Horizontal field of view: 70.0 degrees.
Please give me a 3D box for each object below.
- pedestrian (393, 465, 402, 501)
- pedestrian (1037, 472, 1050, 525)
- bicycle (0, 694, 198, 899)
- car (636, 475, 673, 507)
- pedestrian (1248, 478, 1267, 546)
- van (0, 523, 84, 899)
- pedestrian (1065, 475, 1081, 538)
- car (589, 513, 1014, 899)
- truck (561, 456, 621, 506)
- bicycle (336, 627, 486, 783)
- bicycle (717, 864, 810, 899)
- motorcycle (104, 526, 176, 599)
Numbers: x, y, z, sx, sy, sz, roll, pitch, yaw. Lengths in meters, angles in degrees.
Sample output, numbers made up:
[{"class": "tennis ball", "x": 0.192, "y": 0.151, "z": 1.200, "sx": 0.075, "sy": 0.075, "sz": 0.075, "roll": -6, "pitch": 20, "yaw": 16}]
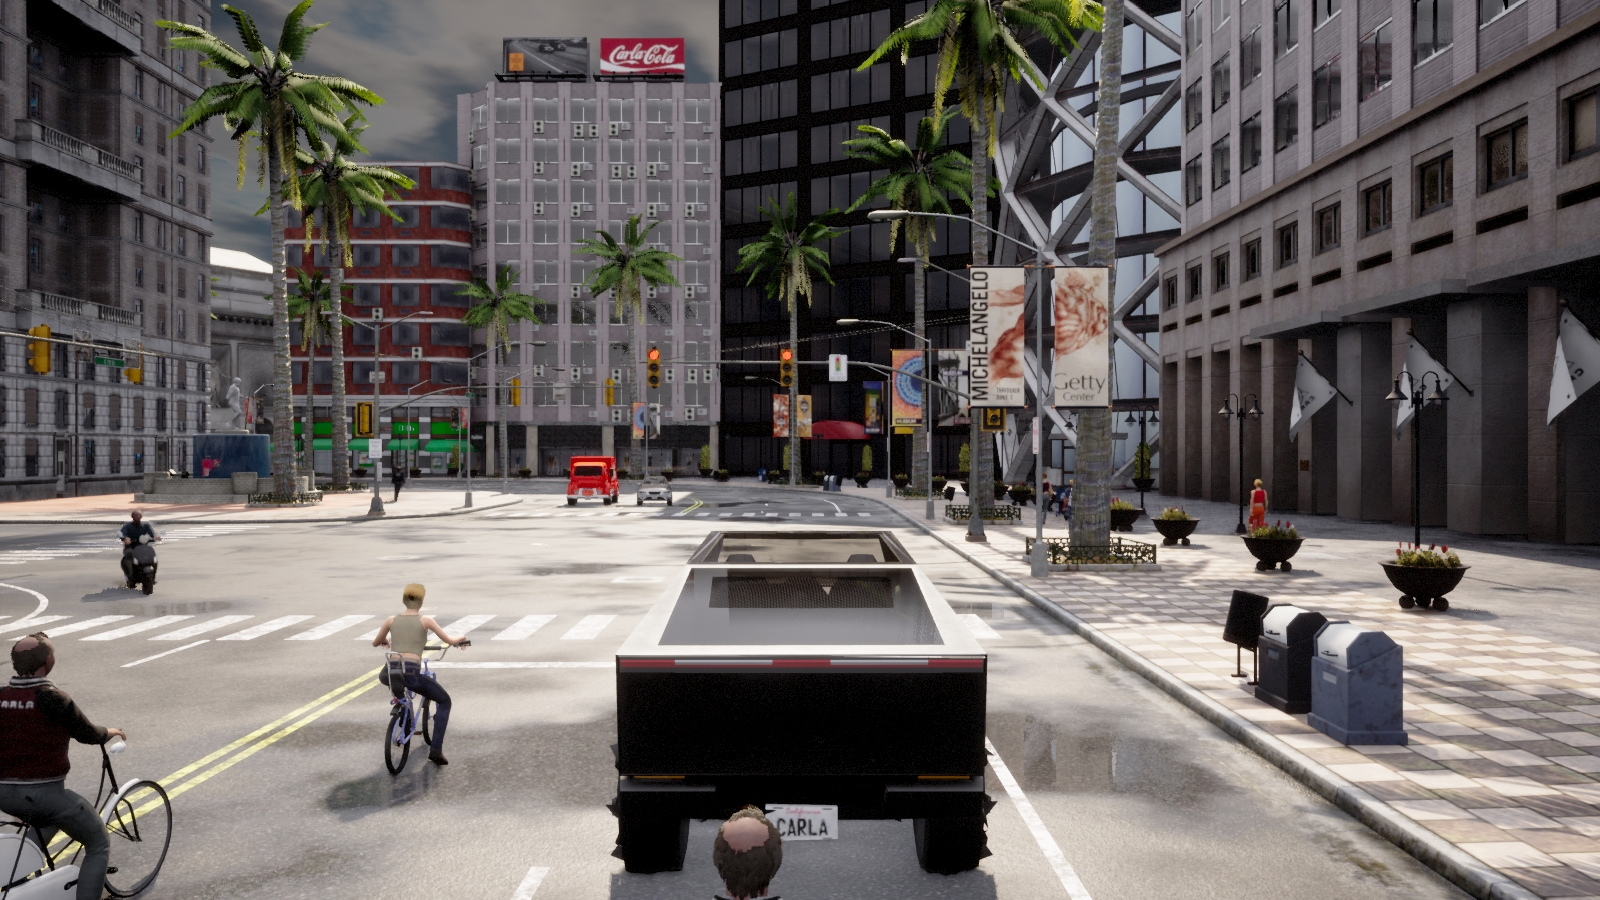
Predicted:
[{"class": "pedestrian", "x": -20.635, "y": 1.696, "z": 58.541, "sx": 0.375, "sy": 1.860, "sz": 0.375, "roll": 0, "pitch": 0, "yaw": -12}, {"class": "pedestrian", "x": 8.580, "y": 1.698, "z": 40.218, "sx": 0.375, "sy": 1.860, "sz": 0.375, "roll": 0, "pitch": 0, "yaw": 1}, {"class": "bicycle", "x": -4.243, "y": 2.210, "z": 6.662, "sx": 0.329, "sy": 1.171, "sz": 1.835, "roll": 0, "pitch": 0, "yaw": 6}, {"class": "car", "x": -7.460, "y": 2.066, "z": 58.811, "sx": 1.816, "sy": 1.474, "sz": 4.193, "roll": 0, "pitch": 0, "yaw": -7}, {"class": "pedestrian", "x": 12.686, "y": 1.704, "z": 31.698, "sx": 0.375, "sy": 1.860, "sz": 0.375, "roll": 0, "pitch": 0, "yaw": 2}, {"class": "van", "x": -3.501, "y": 1.534, "z": 1.043, "sx": 1.988, "sy": 2.561, "sz": 5.915, "roll": 0, "pitch": 0, "yaw": 0}, {"class": "pedestrian", "x": 8.178, "y": 1.694, "z": 34.262, "sx": 0.375, "sy": 1.860, "sz": 0.375, "roll": 0, "pitch": 0, "yaw": -6}, {"class": "car", "x": 0.011, "y": 1.753, "z": 9.550, "sx": 2.390, "sy": 2.098, "sz": 6.274, "roll": 0, "pitch": 0, "yaw": 0}, {"class": "truck", "x": -10.821, "y": 1.568, "z": 59.475, "sx": 2.627, "sy": 2.467, "sz": 5.204, "roll": 0, "pitch": 0, "yaw": -5}, {"class": "bicycle", "x": -3.473, "y": 2.256, "z": 10.347, "sx": 0.859, "sy": 1.080, "sz": 1.487, "roll": 0, "pitch": 0, "yaw": 0}, {"class": "bicycle", "x": -0.147, "y": 2.210, "z": 3.549, "sx": 0.329, "sy": 1.171, "sz": 1.835, "roll": 0, "pitch": 0, "yaw": 1}, {"class": "motorcycle", "x": -13.028, "y": 2.182, "z": 22.528, "sx": 0.856, "sy": 1.236, "sz": 1.805, "roll": -1, "pitch": 1, "yaw": -42}]
